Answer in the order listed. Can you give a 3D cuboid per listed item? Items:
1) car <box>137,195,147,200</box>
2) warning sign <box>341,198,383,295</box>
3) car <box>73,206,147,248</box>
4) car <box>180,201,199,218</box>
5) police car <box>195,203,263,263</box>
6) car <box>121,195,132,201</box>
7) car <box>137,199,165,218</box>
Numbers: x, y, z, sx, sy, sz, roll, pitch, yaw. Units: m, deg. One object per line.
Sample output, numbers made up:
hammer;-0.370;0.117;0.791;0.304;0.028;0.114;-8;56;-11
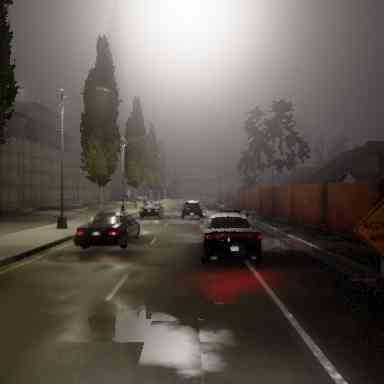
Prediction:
car;-11.500;1.392;76.088;1.812;1.442;4.674;0;0;0
warning sign;4.048;1.072;7.027;1.300;1.860;1.060;0;0;0
car;-3.500;1.574;14.650;2.033;1.411;5.357;0;0;0
car;0.000;1.539;29.650;1.837;1.490;4.892;0;0;0
police car;1.225;1.425;12.136;1.930;1.638;5.238;0;0;0
car;-15.000;1.392;76.088;1.812;1.442;4.674;0;0;0
car;-3.500;1.582;29.650;2.033;1.411;5.357;0;0;0
